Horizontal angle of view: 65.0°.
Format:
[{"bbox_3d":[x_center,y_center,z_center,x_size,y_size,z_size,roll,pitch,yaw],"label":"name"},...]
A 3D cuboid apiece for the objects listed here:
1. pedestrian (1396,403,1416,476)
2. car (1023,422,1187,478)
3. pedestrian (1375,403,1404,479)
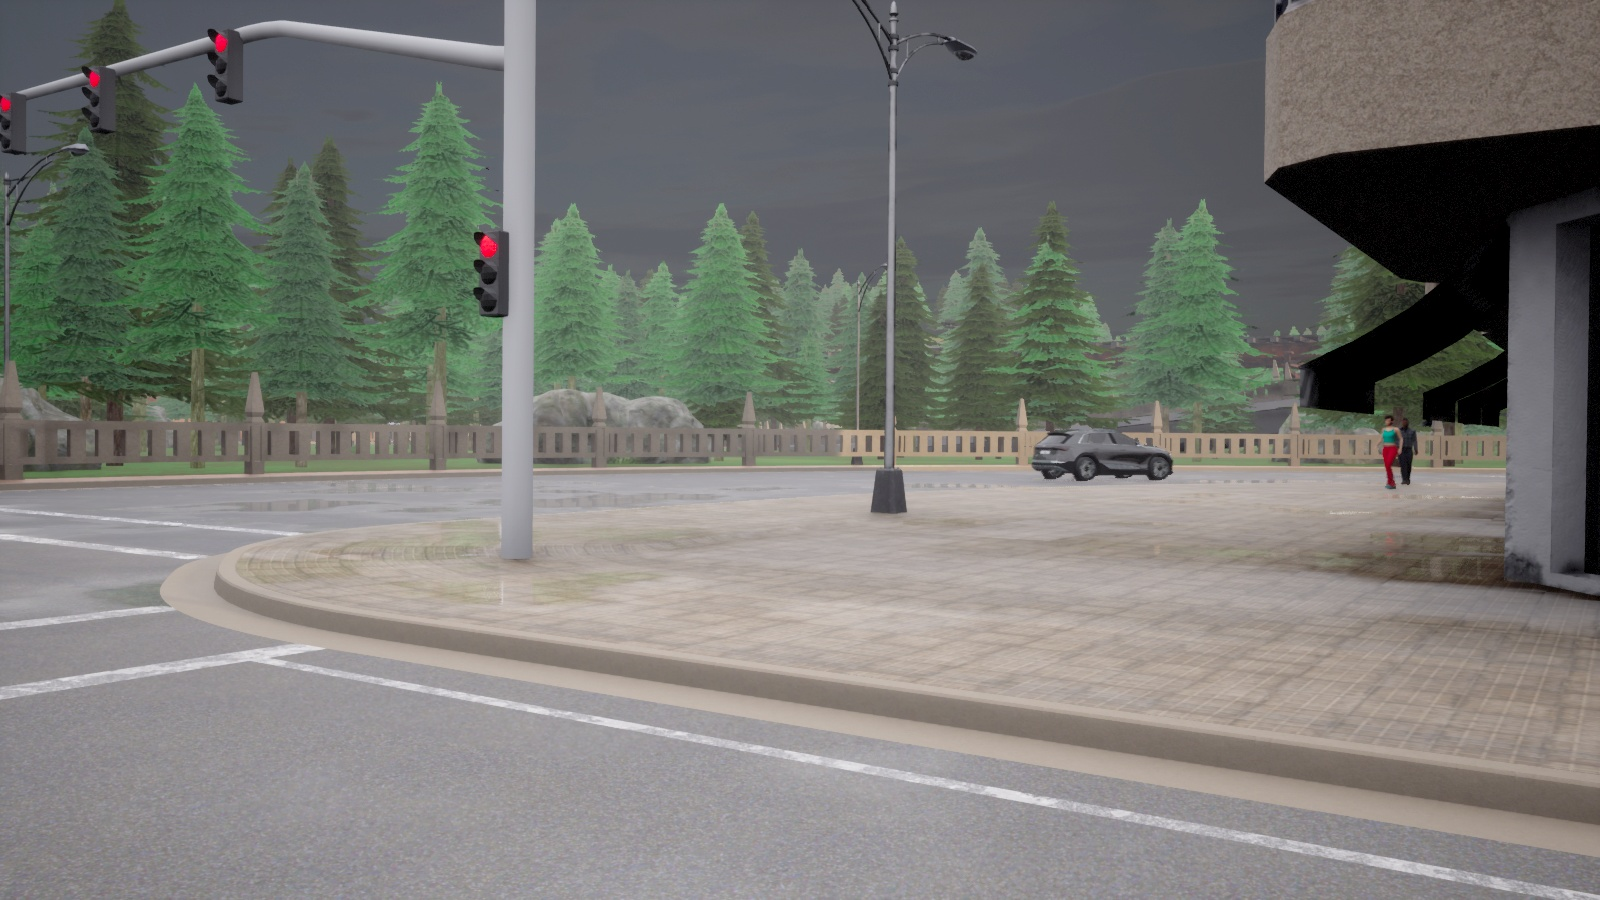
[{"bbox_3d":[16.395,-0.288,33.980,0.423,1.949,0.788,0,1,29],"label":"pedestrian"},{"bbox_3d":[9.741,-0.029,40.064,4.856,1.649,2.033,-1,1,-26],"label":"car"},{"bbox_3d":[14.439,-0.222,30.777,0.594,1.836,0.345,-1,1,-27],"label":"pedestrian"}]
